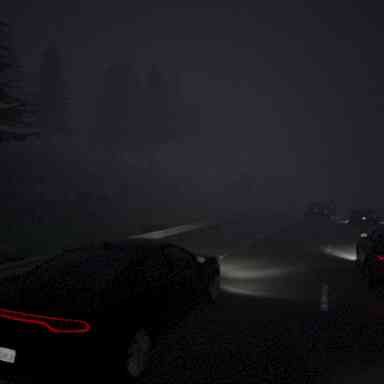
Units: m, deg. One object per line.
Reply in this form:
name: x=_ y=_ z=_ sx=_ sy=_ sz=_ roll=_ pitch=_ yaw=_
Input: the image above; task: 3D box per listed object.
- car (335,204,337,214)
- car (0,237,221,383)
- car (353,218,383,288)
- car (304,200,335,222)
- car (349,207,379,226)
car: x=16.336 y=1.780 z=40.228 sx=2.097 sy=1.767 sz=4.553 roll=0 pitch=-1 yaw=27
car: x=-0.957 y=1.514 z=5.660 sx=1.882 sy=1.535 sz=5.008 roll=0 pitch=0 yaw=22
car: x=5.754 y=1.676 z=9.178 sx=1.994 sy=1.385 sz=4.181 roll=0 pitch=0 yaw=23
car: x=11.603 y=1.671 z=30.500 sx=2.097 sy=1.767 sz=4.553 roll=0 pitch=-1 yaw=26
car: x=12.998 y=1.853 z=25.256 sx=1.994 sy=1.385 sz=4.181 roll=0 pitch=0 yaw=26
